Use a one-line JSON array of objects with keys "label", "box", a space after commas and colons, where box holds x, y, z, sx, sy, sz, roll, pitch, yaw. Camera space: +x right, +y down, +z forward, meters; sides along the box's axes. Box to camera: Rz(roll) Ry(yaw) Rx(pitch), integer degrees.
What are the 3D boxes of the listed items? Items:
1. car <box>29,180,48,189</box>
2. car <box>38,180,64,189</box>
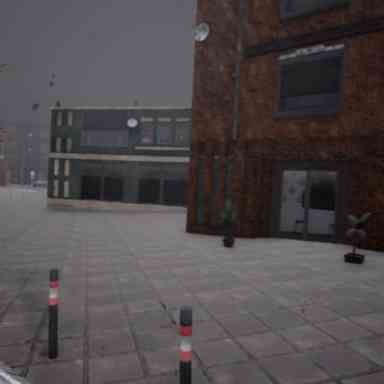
[{"label": "car", "box": [-30.640, -1.633, 67.341, 4.553, 1.767, 2.185, 4, 3, 22]}, {"label": "car", "box": [-29.624, -1.570, 69.912, 5.008, 1.535, 2.097, 4, 3, 22]}]
